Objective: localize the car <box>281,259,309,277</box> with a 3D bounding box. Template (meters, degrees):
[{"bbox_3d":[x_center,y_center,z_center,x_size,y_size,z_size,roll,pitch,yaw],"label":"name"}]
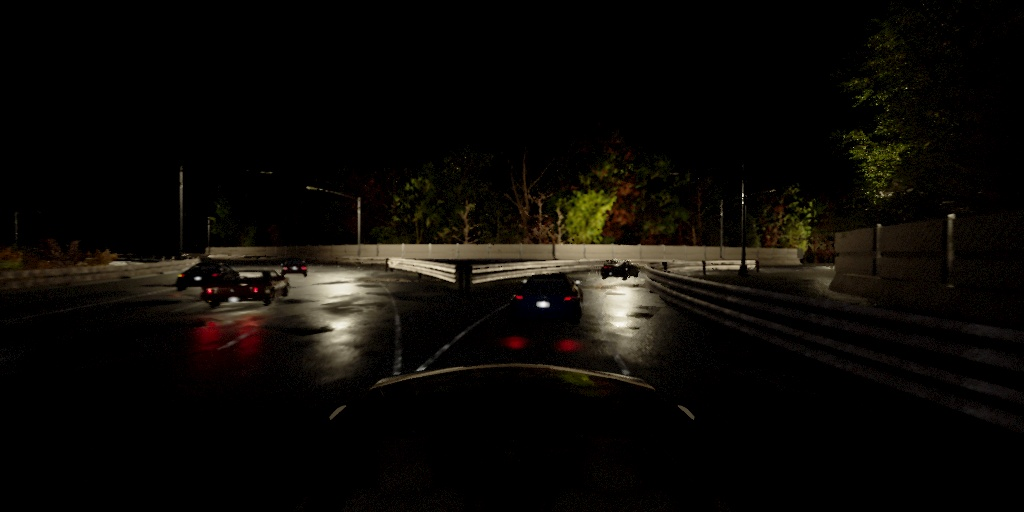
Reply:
[{"bbox_3d":[-18.127,0.971,29.976,2.033,1.411,5.357,0,1,-30],"label":"car"}]

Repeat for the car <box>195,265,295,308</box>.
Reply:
[{"bbox_3d":[-10.391,1.192,14.426,1.895,1.301,4.718,0,0,-21],"label":"car"}]

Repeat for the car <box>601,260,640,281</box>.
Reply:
[{"bbox_3d":[8.571,1.072,28.163,2.128,1.511,4.902,0,0,35],"label":"car"}]

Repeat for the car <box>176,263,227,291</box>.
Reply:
[{"bbox_3d":[-16.579,1.078,19.816,1.994,1.385,4.181,0,0,-25],"label":"car"}]

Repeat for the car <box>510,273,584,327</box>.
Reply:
[{"bbox_3d":[1.226,1.241,11.452,1.994,1.385,4.181,0,0,12],"label":"car"}]
